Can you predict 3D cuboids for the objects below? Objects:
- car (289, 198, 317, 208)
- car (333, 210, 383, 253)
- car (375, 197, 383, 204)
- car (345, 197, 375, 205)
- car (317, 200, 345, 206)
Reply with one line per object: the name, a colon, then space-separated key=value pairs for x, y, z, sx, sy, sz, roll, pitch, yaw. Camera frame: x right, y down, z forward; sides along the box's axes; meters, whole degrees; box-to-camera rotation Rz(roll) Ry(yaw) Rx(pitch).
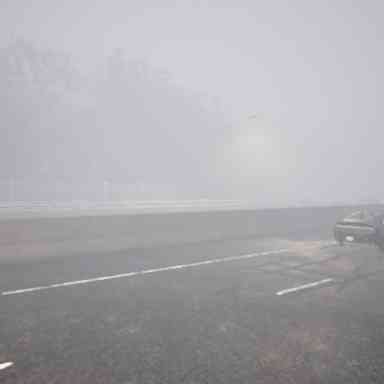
car: x=15.089 y=1.564 z=44.812 sx=4.892 sy=1.490 sz=1.837 roll=0 pitch=0 yaw=-35
car: x=7.834 y=1.514 z=13.760 sx=4.902 sy=1.511 sz=2.128 roll=0 pitch=0 yaw=-36
car: x=23.301 y=1.415 z=37.778 sx=4.553 sy=1.767 sz=2.097 roll=0 pitch=0 yaw=-35
car: x=21.333 y=1.415 z=40.670 sx=4.553 sy=1.767 sz=2.097 roll=0 pitch=0 yaw=-35
car: x=18.734 y=1.663 z=43.117 sx=4.718 sy=1.301 sz=1.895 roll=0 pitch=0 yaw=-35
